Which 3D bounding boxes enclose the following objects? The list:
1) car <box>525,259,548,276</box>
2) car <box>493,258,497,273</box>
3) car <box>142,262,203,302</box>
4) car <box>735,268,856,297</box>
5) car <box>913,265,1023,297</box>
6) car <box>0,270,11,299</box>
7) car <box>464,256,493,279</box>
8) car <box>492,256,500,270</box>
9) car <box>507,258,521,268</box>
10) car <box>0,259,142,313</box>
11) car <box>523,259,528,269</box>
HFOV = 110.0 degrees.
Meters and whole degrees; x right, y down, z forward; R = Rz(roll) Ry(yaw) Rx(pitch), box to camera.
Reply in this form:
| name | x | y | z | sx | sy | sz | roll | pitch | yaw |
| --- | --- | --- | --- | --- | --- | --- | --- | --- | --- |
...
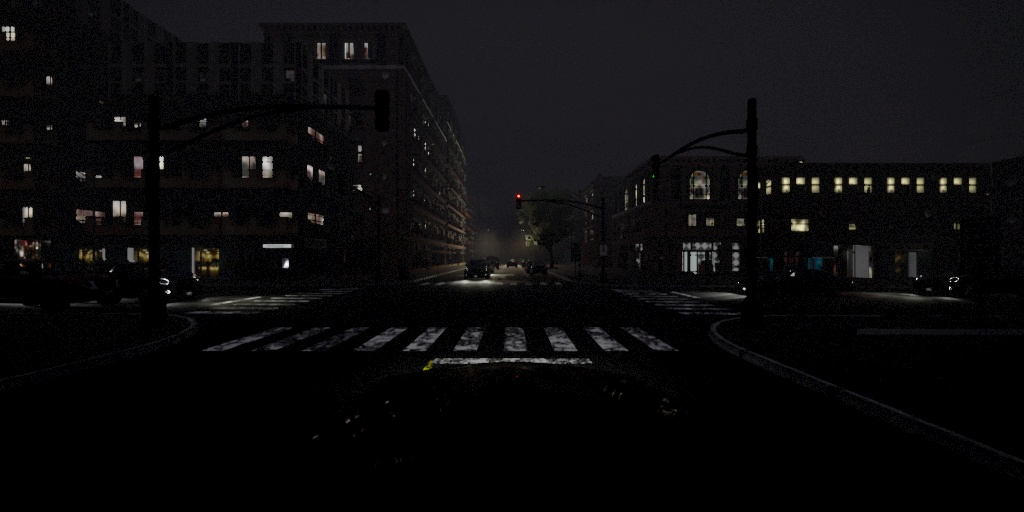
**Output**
| name | x | y | z | sx | sy | sz | roll | pitch | yaw |
| --- | --- | --- | --- | --- | --- | --- | --- | --- | --- |
| car | 2.699 | 1.330 | 36.820 | 2.007 | 1.370 | 4.403 | 0 | 0 | 0 |
| car | -3.088 | 1.315 | 42.579 | 1.812 | 1.442 | 4.674 | 0 | 0 | 0 |
| car | -16.434 | 1.053 | 15.727 | 4.553 | 1.767 | 2.097 | 0 | 0 | -1 |
| car | 15.028 | 1.372 | 19.117 | 5.357 | 1.411 | 2.033 | 0 | 0 | 0 |
| car | 24.528 | 1.219 | 19.181 | 4.553 | 1.767 | 2.097 | 0 | 0 | 0 |
| car | -25.579 | 1.274 | 15.638 | 4.718 | 1.301 | 1.895 | 0 | 0 | 0 |
| car | -3.065 | 1.124 | 32.281 | 2.097 | 1.767 | 4.553 | 0 | 0 | -1 |
| car | -3.076 | 1.033 | 55.163 | 2.150 | 2.045 | 5.566 | 0 | 0 | 0 |
| car | 0.015 | 1.319 | 63.178 | 2.128 | 1.511 | 4.902 | 0 | 0 | 0 |
| car | -17.273 | 1.014 | 13.106 | 5.009 | 1.841 | 2.192 | 0 | 0 | 0 |
| car | 2.701 | 1.228 | 42.517 | 1.967 | 1.591 | 4.097 | 0 | 0 | 0 |
